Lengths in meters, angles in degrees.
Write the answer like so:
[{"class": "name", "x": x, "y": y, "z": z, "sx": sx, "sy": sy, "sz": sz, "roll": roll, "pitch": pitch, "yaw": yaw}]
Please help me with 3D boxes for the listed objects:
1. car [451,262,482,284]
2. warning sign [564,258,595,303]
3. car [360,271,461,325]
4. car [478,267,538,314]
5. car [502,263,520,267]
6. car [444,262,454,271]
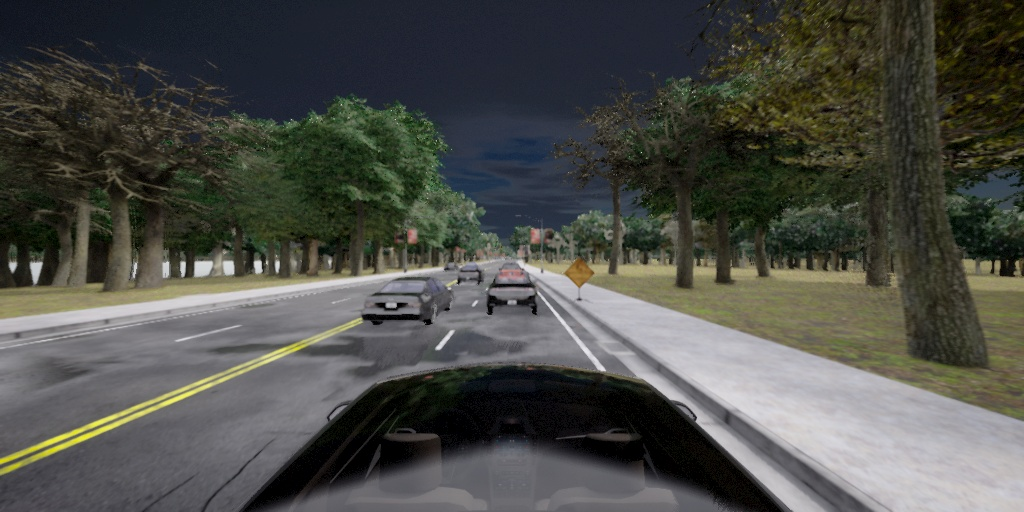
[{"class": "car", "x": -3.302, "y": 1.508, "z": 29.378, "sx": 2.128, "sy": 1.511, "sz": 4.902, "roll": 0, "pitch": -1, "yaw": 0}, {"class": "warning sign", "x": 2.822, "y": 0.991, "z": 15.024, "sx": 1.300, "sy": 1.860, "sz": 1.060, "roll": 0, "pitch": 0, "yaw": 0}, {"class": "car", "x": -3.245, "y": 1.396, "z": 12.186, "sx": 2.033, "sy": 1.411, "sz": 5.357, "roll": 0, "pitch": -1, "yaw": 0}, {"class": "car", "x": 0.018, "y": 1.361, "z": 14.360, "sx": 2.128, "sy": 1.511, "sz": 4.902, "roll": 0, "pitch": 0, "yaw": 0}, {"class": "car", "x": -0.049, "y": 1.367, "z": 29.325, "sx": 2.097, "sy": 1.767, "sz": 4.553, "roll": 0, "pitch": -1, "yaw": 0}, {"class": "car", "x": -10.157, "y": 1.828, "z": 59.816, "sx": 1.837, "sy": 1.490, "sz": 4.892, "roll": 0, "pitch": 0, "yaw": 0}]
